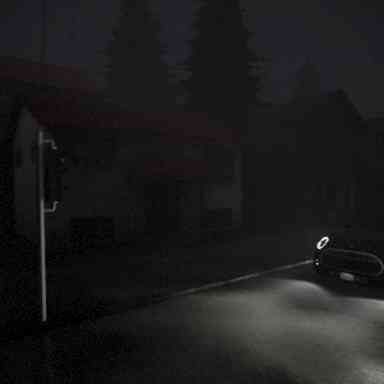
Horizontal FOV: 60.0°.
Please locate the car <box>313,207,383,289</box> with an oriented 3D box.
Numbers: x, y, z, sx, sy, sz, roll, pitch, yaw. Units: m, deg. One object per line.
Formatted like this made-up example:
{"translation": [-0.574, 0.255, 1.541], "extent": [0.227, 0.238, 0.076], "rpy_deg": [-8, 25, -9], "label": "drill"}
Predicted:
{"translation": [5.108, 1.180, 8.462], "extent": [4.553, 1.767, 2.097], "rpy_deg": [-1, 1, -37], "label": "car"}
